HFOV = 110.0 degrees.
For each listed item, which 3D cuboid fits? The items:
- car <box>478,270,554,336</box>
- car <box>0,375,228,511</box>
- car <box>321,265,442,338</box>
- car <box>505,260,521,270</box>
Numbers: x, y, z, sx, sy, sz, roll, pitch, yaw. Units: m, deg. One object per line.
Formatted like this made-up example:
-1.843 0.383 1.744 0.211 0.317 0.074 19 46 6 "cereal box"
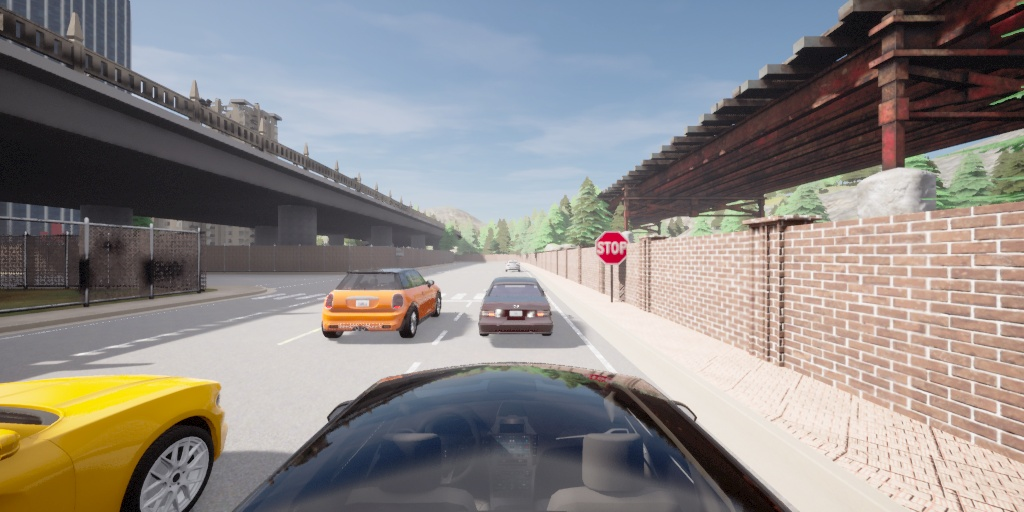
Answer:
0.087 1.297 10.326 2.033 1.411 5.357 0 0 0 "car"
-3.397 1.228 1.049 1.882 1.535 5.008 0 0 0 "car"
-3.414 1.102 10.306 2.097 1.767 4.553 0 0 0 "car"
0.106 1.276 46.209 1.812 1.442 4.674 0 0 -1 "car"
